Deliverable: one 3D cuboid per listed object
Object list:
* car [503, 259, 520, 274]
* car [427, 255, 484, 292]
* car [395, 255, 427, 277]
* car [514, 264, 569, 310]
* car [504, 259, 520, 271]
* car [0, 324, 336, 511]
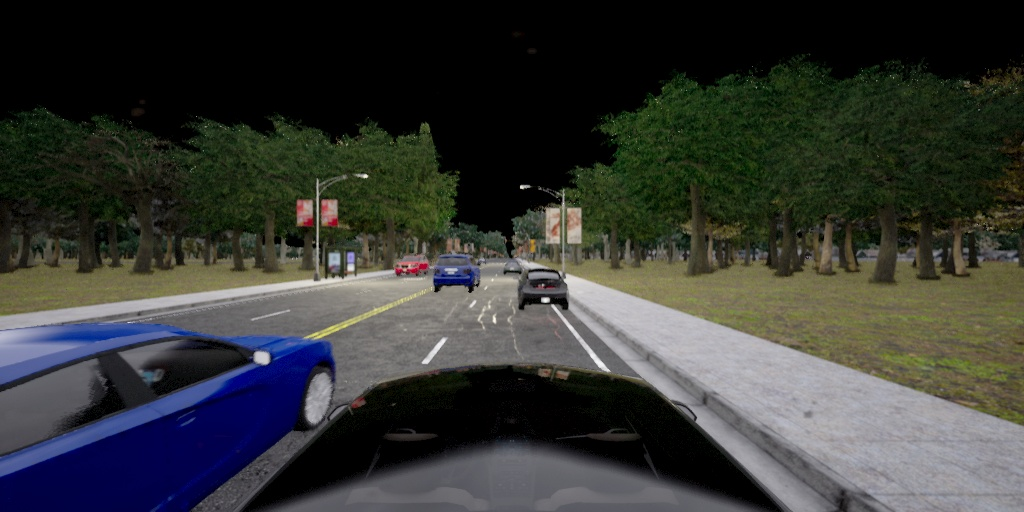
[{"bbox_3d":[0.079,1.296,39.893,1.994,1.385,4.181,0,0,1],"label":"car"},{"bbox_3d":[-3.140,0.961,21.188,2.150,2.045,5.566,0,0,0],"label":"car"},{"bbox_3d":[-9.829,0.958,35.613,2.150,2.045,5.566,0,0,0],"label":"car"},{"bbox_3d":[1.145,1.248,14.593,1.837,1.490,4.892,0,0,0],"label":"car"},{"bbox_3d":[0.034,1.221,50.408,2.128,1.511,4.902,0,0,0],"label":"car"},{"bbox_3d":[-3.151,1.227,2.529,1.882,1.535,5.008,0,0,0],"label":"car"}]
